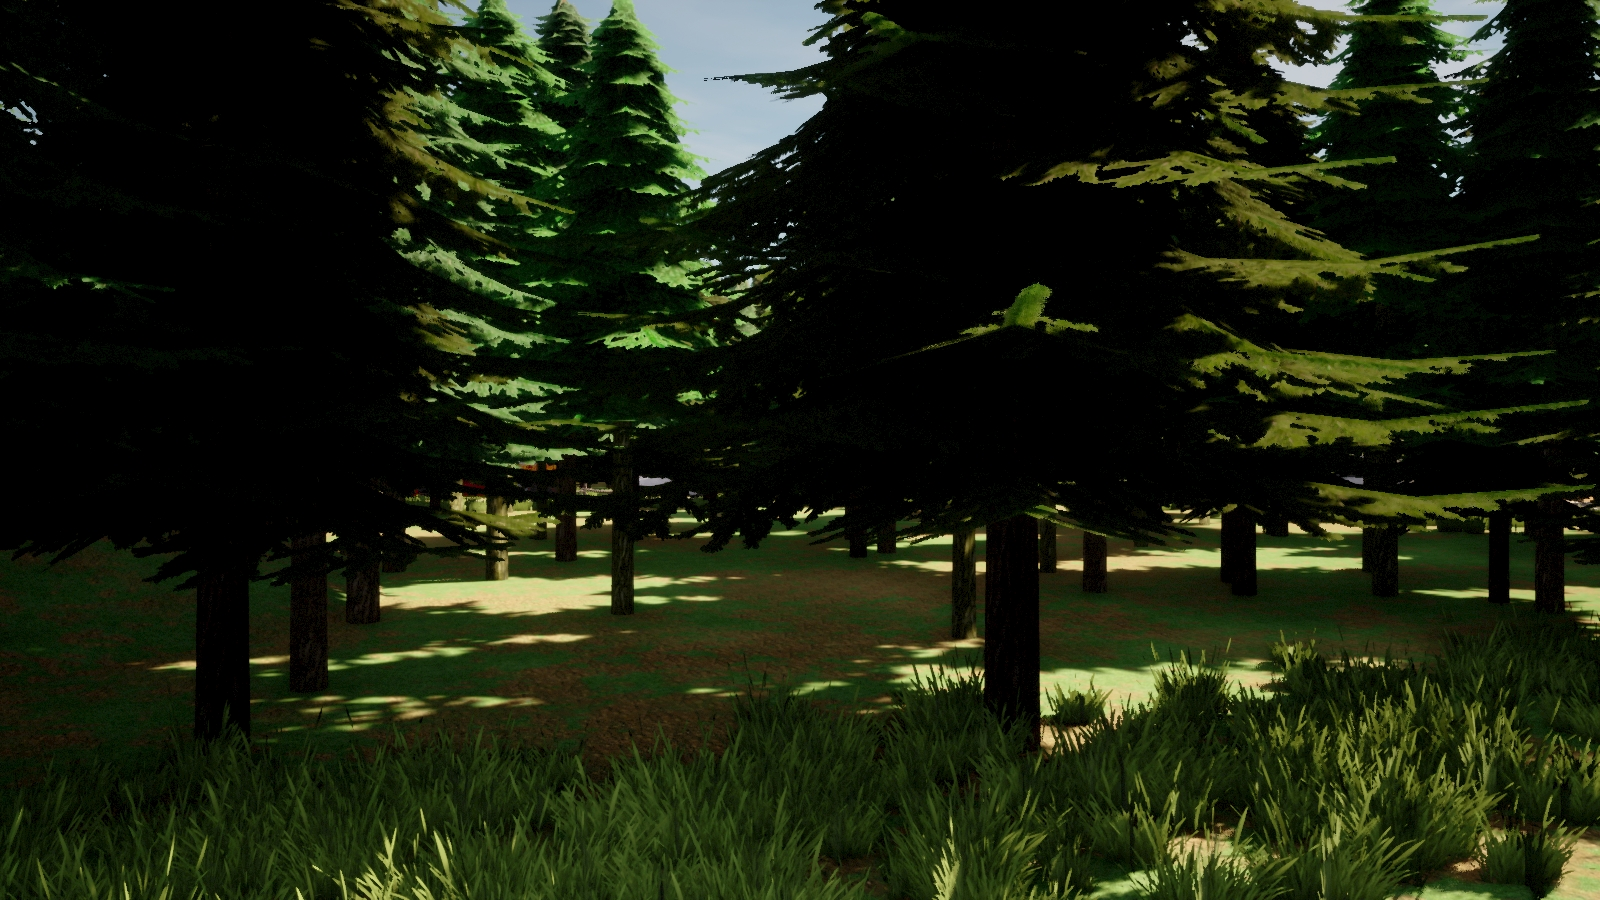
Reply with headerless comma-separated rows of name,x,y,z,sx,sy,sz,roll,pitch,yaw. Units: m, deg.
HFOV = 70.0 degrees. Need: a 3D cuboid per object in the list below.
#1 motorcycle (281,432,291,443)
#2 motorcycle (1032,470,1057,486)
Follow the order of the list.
motorcycle,-68.598,-1.638,152.459,0.764,1.277,2.356,-1,-4,-34
motorcycle,19.407,2.208,90.670,0.867,1.251,2.209,0,0,-21
